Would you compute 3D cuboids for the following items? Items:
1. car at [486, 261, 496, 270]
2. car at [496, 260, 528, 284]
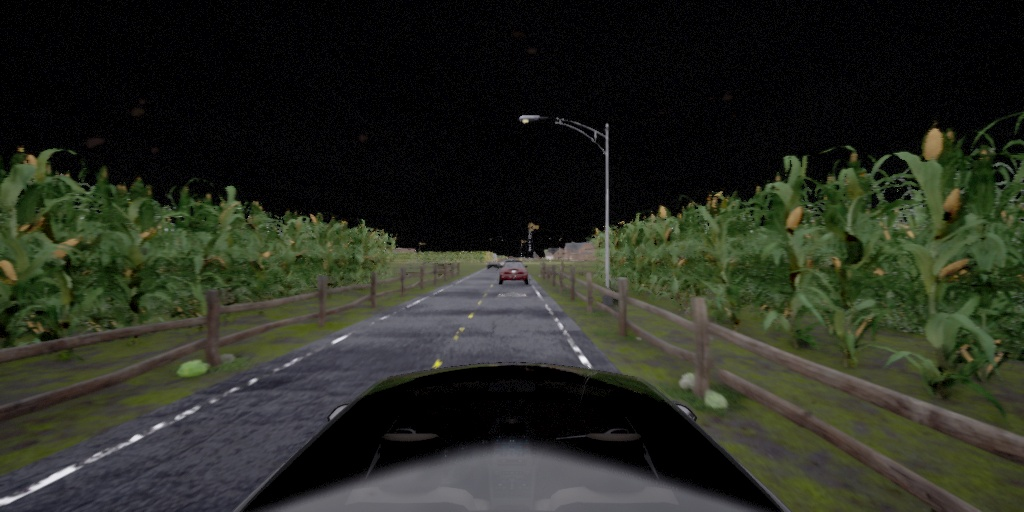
[{"bbox_3d":[-2.768,1.400,52.999,1.895,1.301,4.718,0,0,1],"label":"car"},{"bbox_3d":[0.122,1.115,27.279,2.097,1.767,4.553,0,0,0],"label":"car"}]
